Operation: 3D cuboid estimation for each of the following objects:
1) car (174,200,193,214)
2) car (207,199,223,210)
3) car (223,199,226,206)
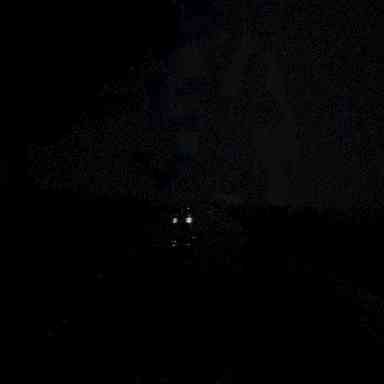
[{"bbox_3d":[-0.916,1.660,37.520,1.837,1.490,4.892,2,0,4],"label":"car"},{"bbox_3d":[3.259,1.880,49.637,1.837,1.490,4.892,2,0,6],"label":"car"},{"bbox_3d":[6.145,2.157,70.484,2.033,1.411,5.357,2,0,11],"label":"car"}]
